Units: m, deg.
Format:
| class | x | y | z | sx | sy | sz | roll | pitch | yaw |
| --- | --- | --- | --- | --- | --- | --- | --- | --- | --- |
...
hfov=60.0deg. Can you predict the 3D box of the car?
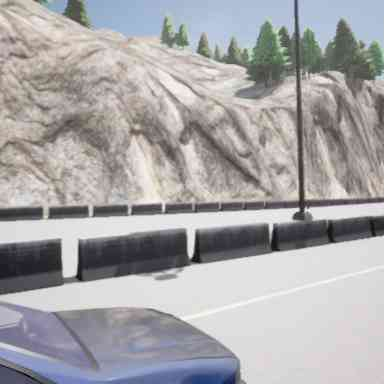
| class | x | y | z | sx | sy | sz | roll | pitch | yaw |
| --- | --- | --- | --- | --- | --- | --- | --- | --- | --- |
| car | -2.072 | 1.546 | 2.269 | 5.357 | 1.411 | 2.033 | 0 | 0 | -35 |
